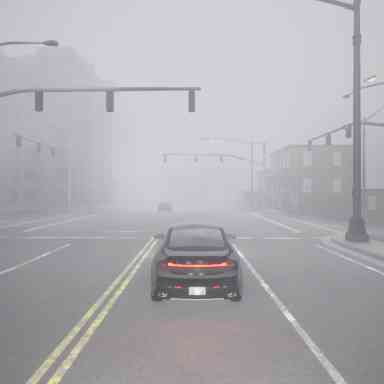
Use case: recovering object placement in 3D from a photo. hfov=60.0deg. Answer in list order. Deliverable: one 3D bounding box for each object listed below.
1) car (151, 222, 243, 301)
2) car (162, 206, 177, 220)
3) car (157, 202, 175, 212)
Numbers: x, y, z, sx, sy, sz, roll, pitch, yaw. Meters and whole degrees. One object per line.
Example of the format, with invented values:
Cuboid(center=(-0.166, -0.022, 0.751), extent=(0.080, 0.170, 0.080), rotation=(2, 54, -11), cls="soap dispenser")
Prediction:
Cuboid(center=(0.092, 1.505, 8.304), extent=(1.837, 1.490, 4.892), rotation=(0, 0, 0), cls="car")
Cuboid(center=(-3.645, 3.522, 54.947), extent=(2.128, 1.511, 4.902), rotation=(0, -12, 0), cls="car")
Cuboid(center=(-3.644, 2.066, 45.539), extent=(1.837, 1.490, 4.892), rotation=(0, -5, 0), cls="car")
